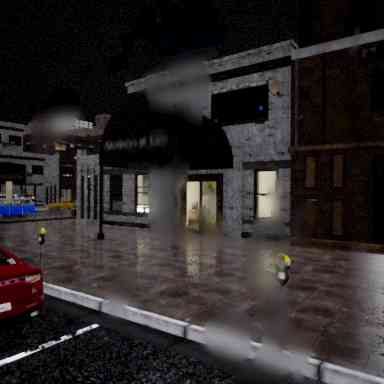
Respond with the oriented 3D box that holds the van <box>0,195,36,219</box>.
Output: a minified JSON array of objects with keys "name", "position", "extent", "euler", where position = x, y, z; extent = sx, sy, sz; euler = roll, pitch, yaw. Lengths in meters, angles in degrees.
[{"name":"van","position":[-15.640,1.413,28.724],"extent":[1.690,1.788,3.998],"euler":[0,0,35]}]

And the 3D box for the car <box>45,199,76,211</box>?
[{"name":"car","position":[-16.244,1.569,42.453],"extent":[1.752,1.417,4.829],"euler":[0,0,35]}]

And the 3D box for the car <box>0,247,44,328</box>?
[{"name":"car","position":[-4.547,1.544,6.110],"extent":[4.507,1.381,1.887],"euler":[0,0,35]}]
